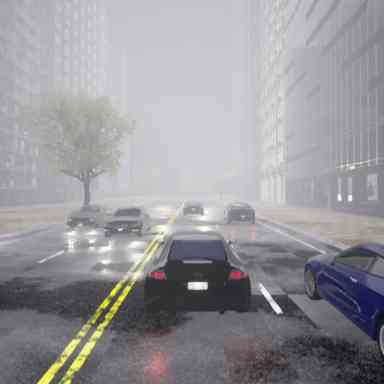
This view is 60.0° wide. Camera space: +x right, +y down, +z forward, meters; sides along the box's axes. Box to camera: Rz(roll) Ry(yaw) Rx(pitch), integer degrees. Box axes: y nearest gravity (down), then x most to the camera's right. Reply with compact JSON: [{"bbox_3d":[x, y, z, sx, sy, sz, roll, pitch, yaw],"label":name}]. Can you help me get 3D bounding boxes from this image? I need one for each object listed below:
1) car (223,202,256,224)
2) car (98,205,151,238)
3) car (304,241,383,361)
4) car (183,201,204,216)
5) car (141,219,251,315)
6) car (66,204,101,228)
[{"bbox_3d":[3.382,1.470,24.454,1.882,1.535,5.008,0,0,0],"label":"car"},{"bbox_3d":[-3.324,1.499,17.862,1.837,1.490,4.892,0,0,0],"label":"car"},{"bbox_3d":[3.355,1.524,5.394,1.812,1.442,4.674,0,0,0],"label":"car"},{"bbox_3d":[0.144,1.555,32.260,1.994,1.385,4.181,0,0,0],"label":"car"},{"bbox_3d":[0.107,1.562,7.658,1.994,1.385,4.181,0,0,0],"label":"car"},{"bbox_3d":[-6.568,1.541,22.221,2.033,1.411,5.357,0,0,0],"label":"car"}]
